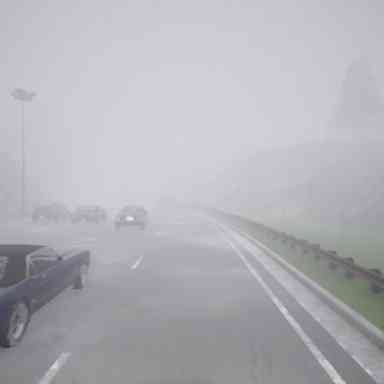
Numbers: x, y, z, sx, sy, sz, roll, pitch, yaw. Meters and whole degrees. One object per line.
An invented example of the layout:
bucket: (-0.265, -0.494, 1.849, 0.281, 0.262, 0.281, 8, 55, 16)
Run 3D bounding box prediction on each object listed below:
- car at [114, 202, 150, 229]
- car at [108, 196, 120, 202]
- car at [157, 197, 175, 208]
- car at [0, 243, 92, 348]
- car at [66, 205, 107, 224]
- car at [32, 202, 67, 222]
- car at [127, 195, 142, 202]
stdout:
car: (-3.863, 1.598, 21.904, 2.033, 1.411, 5.357, 0, 0, -4)
car: (-19.370, 1.628, 82.399, 1.882, 1.535, 5.008, 0, 0, -31)
car: (-3.973, 1.466, 49.814, 2.097, 1.767, 4.553, 0, 0, -16)
car: (-3.438, 1.616, 6.244, 1.895, 1.301, 4.718, 0, 0, 0)
car: (-7.629, 1.659, 25.048, 1.895, 1.301, 4.718, 0, 0, -5)
car: (-11.360, 1.566, 26.942, 1.837, 1.490, 4.892, 0, 0, -6)
car: (-11.886, 1.397, 68.179, 2.097, 1.767, 4.553, 0, 0, -25)
